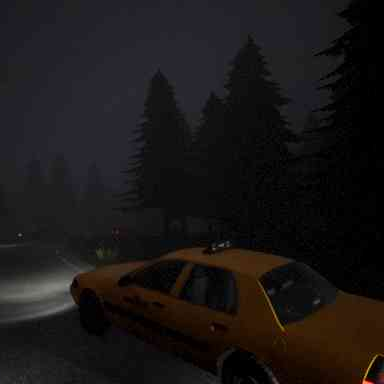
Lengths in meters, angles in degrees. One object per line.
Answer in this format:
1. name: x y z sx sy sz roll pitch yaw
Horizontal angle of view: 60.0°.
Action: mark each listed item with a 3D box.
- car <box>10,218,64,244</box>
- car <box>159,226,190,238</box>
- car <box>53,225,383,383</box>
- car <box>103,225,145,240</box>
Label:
1. car: -12.752 3.229 28.040 2.150 2.045 5.566 -4 -7 7
2. car: -2.311 5.555 46.244 1.882 1.535 5.008 -5 -8 30
3. car: 0.161 1.441 4.720 5.366 1.575 1.801 0 1 43
4. car: -7.426 4.521 36.934 2.033 1.411 5.357 -4 -8 20
